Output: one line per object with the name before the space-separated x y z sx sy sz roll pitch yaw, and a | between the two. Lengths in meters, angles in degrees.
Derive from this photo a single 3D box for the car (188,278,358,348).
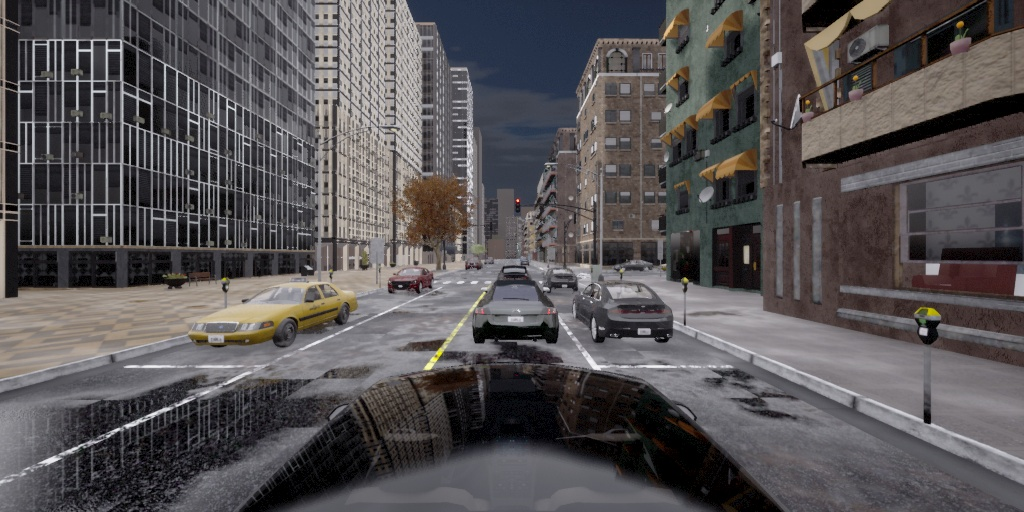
car | -5.690 1.276 9.305 1.751 1.417 4.829 0 0 0

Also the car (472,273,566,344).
car | 0.088 1.315 9.621 1.994 1.385 4.181 0 0 0

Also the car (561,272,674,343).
car | 2.690 1.301 9.473 2.007 1.370 4.403 0 0 0

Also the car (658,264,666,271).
car | 18.837 1.006 40.008 4.829 1.417 1.751 0 0 -1

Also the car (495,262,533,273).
car | 0.107 1.259 19.670 1.837 1.490 4.892 0 0 -1

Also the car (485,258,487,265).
car | -5.684 1.356 58.451 1.948 1.339 4.313 0 0 0

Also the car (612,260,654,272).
car | 13.440 1.108 39.954 4.403 1.370 2.007 0 0 -1

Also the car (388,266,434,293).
car | -5.689 1.299 20.540 1.888 1.381 4.507 0 0 0

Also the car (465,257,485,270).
car | -5.685 1.098 52.928 2.192 1.841 5.009 0 0 0

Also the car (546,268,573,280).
car | 2.691 1.305 20.539 2.007 1.370 4.403 0 0 0
